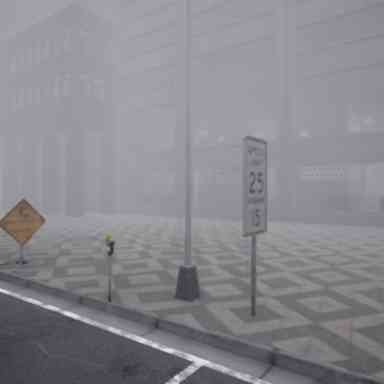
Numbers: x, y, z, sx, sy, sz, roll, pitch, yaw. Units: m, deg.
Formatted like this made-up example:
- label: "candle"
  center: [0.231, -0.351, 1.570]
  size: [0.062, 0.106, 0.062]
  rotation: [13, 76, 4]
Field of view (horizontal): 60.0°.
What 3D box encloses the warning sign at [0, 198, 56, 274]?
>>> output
- label: "warning sign"
  center: [-4.633, 1.100, 9.107]
  size: [1.060, 1.860, 1.300]
  rotation: [0, 0, 36]
